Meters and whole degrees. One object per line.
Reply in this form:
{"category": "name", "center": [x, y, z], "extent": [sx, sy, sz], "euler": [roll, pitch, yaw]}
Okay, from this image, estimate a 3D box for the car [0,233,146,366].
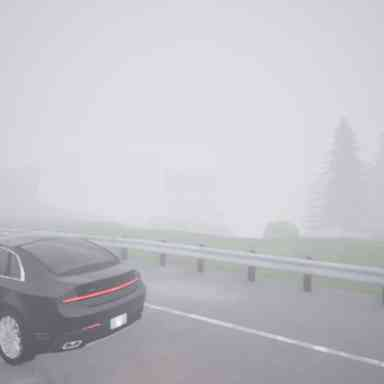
{"category": "car", "center": [-3.024, 1.487, 5.790], "extent": [4.892, 1.490, 1.837], "euler": [0, 0, 33]}
